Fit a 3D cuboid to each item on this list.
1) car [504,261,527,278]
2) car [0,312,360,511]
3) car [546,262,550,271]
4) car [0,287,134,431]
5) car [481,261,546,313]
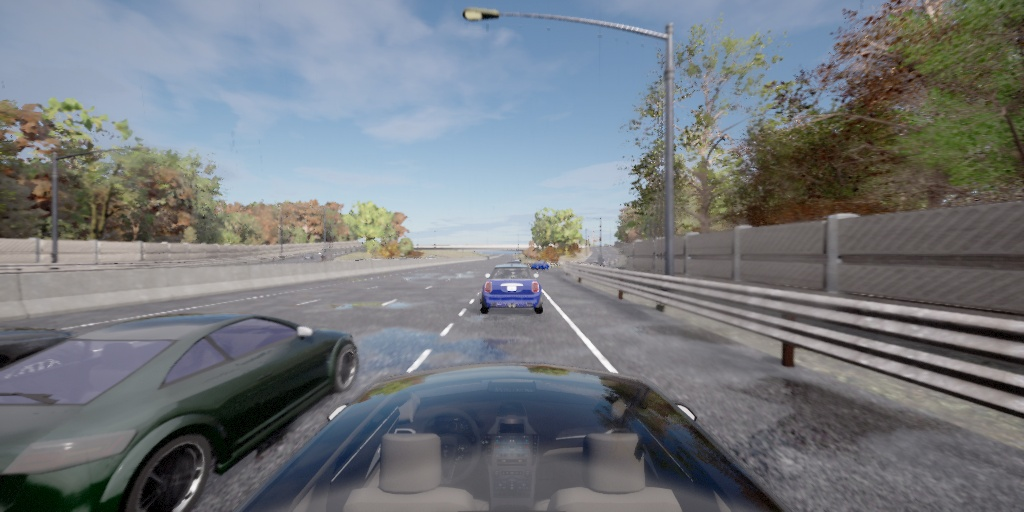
[{"bbox_3d":[0.384,1.243,34.275,1.837,1.490,4.892,-1,0,5],"label":"car"},{"bbox_3d":[-3.399,1.312,4.019,1.994,1.385,4.181,0,0,0],"label":"car"},{"bbox_3d":[4.442,1.484,54.459,1.882,1.535,5.008,0,-1,18],"label":"car"},{"bbox_3d":[-6.899,1.239,3.088,2.128,1.511,4.902,0,0,0],"label":"car"},{"bbox_3d":[-0.006,1.096,14.048,2.097,1.767,4.553,0,0,0],"label":"car"}]
